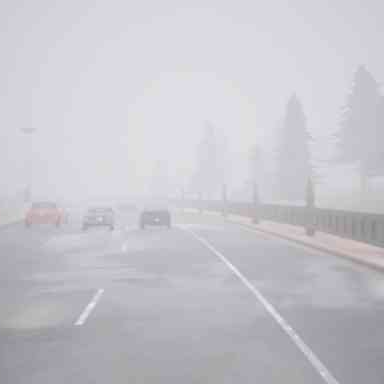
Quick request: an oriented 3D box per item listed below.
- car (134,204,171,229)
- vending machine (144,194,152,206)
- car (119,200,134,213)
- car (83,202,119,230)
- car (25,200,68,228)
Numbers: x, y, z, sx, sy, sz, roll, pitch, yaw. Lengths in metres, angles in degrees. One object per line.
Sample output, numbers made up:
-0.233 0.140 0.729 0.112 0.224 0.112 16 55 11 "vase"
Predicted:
-2.627 1.525 22.344 1.882 1.535 5.008 0 0 -12 "car"
-7.477 1.320 56.921 1.100 2.100 0.880 0 0 -30 "vending machine"
-7.907 1.622 39.434 1.812 1.442 4.674 0 0 -22 "car"
-5.933 1.606 21.465 2.033 1.411 5.357 0 0 -13 "car"
-10.003 1.428 23.221 2.097 1.767 4.553 0 0 -13 "car"
